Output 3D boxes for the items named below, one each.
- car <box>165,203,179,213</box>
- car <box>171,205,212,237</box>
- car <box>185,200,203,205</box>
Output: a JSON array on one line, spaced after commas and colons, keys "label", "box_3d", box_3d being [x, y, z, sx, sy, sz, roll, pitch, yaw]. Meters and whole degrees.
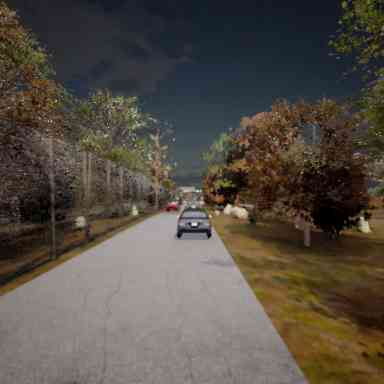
[{"label": "car", "box_3d": [-2.656, 2.170, 46.371, 1.895, 1.301, 4.718, 0, -1, 1]}, {"label": "car", "box_3d": [0.120, 1.650, 18.807, 2.033, 1.411, 5.357, 0, -1, 0]}, {"label": "car", "box_3d": [0.206, 1.775, 39.664, 2.097, 1.767, 4.553, 0, -1, 0]}]
